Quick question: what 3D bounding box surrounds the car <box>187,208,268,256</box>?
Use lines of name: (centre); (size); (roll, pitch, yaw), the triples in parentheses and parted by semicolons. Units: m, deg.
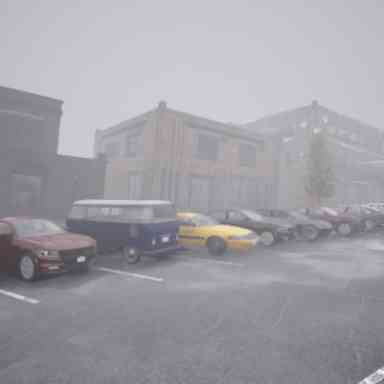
car: (-0.008, 1.483, 13.243); (5.366, 1.575, 1.946); (-1, -1, 34)

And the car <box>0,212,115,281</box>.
car: (-4.903, 1.476, 9.868); (5.008, 1.535, 2.097); (-1, -1, 34)

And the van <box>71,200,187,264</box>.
van: (-2.630, 1.258, 11.675); (4.442, 1.987, 1.878); (-1, -1, 34)

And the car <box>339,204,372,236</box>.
car: (6.939, 1.507, 18.558); (5.008, 1.535, 2.097); (-1, -1, 34)

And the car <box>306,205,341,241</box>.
car: (4.597, 1.530, 16.801); (4.792, 1.488, 2.163); (-1, -1, 34)

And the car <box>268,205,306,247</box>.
car: (2.199, 1.495, 15.090); (5.008, 1.535, 2.097); (-1, -1, 34)

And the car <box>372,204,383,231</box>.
car: (9.316, 1.515, 20.278); (4.892, 1.521, 2.231); (-1, -1, 34)
